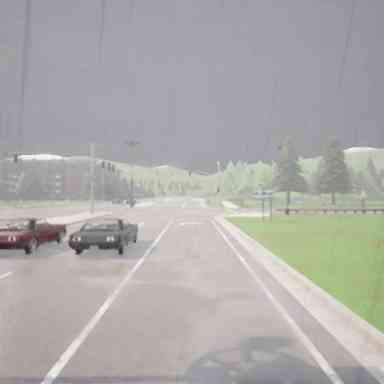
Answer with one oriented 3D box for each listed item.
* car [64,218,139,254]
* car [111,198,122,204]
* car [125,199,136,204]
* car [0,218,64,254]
[{"bbox_3d":[-3.493,1.734,14.108,1.895,1.301,4.718,0,0,0],"label":"car"},{"bbox_3d":[-18.469,2.289,81.549,2.128,1.511,4.902,0,-1,0],"label":"car"},{"bbox_3d":[-14.969,2.304,81.580,2.033,1.411,5.357,0,-1,0],"label":"car"},{"bbox_3d":[-6.993,1.734,14.110,1.895,1.301,4.718,0,0,0],"label":"car"}]
